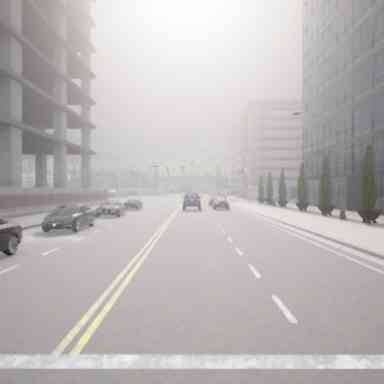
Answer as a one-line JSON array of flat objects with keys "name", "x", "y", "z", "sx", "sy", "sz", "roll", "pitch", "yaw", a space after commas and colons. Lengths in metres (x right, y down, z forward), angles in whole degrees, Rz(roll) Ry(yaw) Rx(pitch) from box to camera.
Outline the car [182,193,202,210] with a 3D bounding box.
[{"name": "car", "x": -0.002, "y": 1.079, "z": 39.906, "sx": 2.150, "sy": 2.045, "sz": 5.566, "roll": 0, "pitch": 0, "yaw": 0}]

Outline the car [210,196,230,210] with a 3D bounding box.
[{"name": "car", "x": 3.498, "y": 1.381, "z": 40.487, "sx": 1.812, "sy": 1.442, "sz": 4.674, "roll": 0, "pitch": 0, "yaw": 0}]

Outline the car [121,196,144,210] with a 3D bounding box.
[{"name": "car", "x": -7.035, "y": 1.460, "z": 39.566, "sx": 1.895, "sy": 1.301, "sz": 4.718, "roll": 0, "pitch": 0, "yaw": 1}]

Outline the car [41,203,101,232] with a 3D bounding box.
[{"name": "car", "x": -7.087, "y": 1.435, "z": 19.562, "sx": 1.837, "sy": 1.490, "sz": 4.892, "roll": 0, "pitch": 0, "yaw": 0}]

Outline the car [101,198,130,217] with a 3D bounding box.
[{"name": "car", "x": -7.084, "y": 1.459, "z": 29.448, "sx": 1.994, "sy": 1.385, "sz": 4.181, "roll": 0, "pitch": 0, "yaw": 0}]

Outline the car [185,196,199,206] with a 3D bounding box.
[{"name": "car", "x": -0.002, "y": 1.367, "z": 50.529, "sx": 2.033, "sy": 1.411, "sz": 5.357, "roll": 0, "pitch": 0, "yaw": 0}]

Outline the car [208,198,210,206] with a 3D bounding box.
[{"name": "car", "x": 3.498, "y": 1.324, "z": 50.529, "sx": 1.837, "sy": 1.490, "sz": 4.892, "roll": 0, "pitch": 0, "yaw": 0}]

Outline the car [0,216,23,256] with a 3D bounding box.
[{"name": "car", "x": -7.089, "y": 1.456, "z": 10.178, "sx": 2.128, "sy": 1.511, "sz": 4.902, "roll": 0, "pitch": 0, "yaw": 0}]
